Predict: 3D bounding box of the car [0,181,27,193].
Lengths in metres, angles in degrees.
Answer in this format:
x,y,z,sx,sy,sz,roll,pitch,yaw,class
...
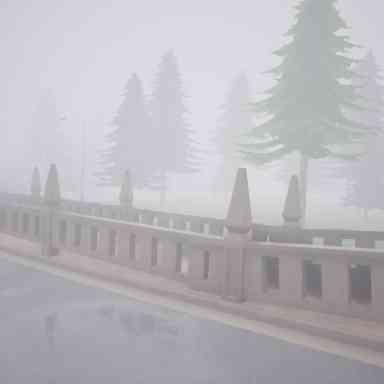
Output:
x,y,z,sx,sy,sz,roll,pitch,yaw,class
-21.247,-0.473,37.408,1.882,1.535,5.008,4,3,37,car

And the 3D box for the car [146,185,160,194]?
x,y,z,sx,sy,sz,roll,pitch,yaw,class
-5.158,-0.344,52.668,2.097,1.767,4.553,4,3,37,car
